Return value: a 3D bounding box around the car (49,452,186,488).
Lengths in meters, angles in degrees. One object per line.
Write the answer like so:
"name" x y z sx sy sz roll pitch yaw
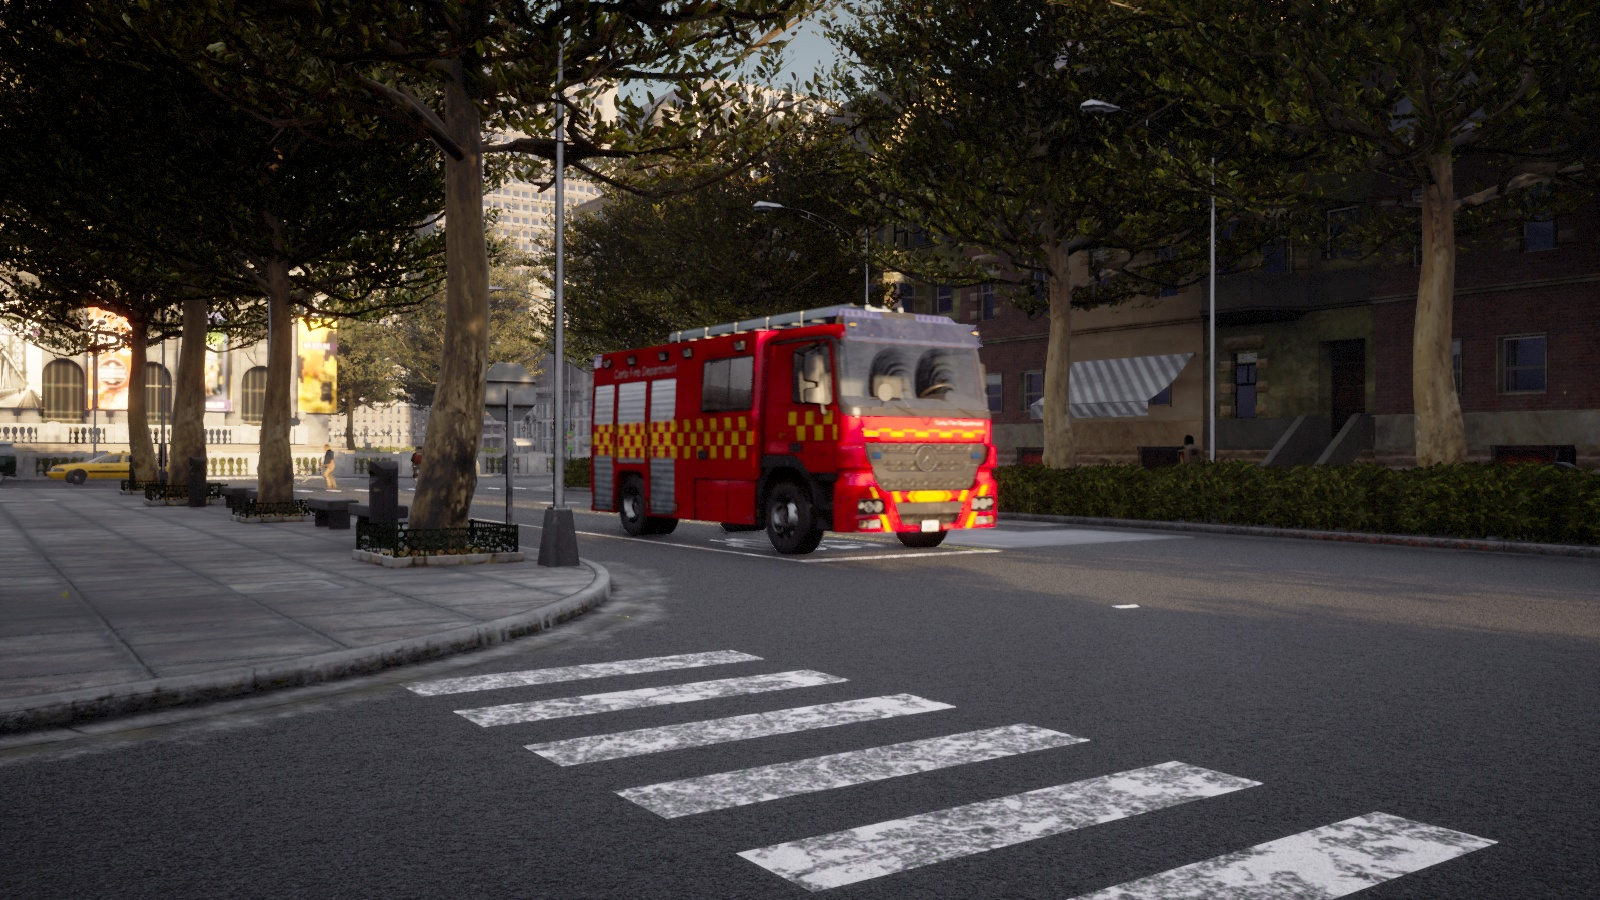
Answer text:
"car" -31.105 0.890 57.290 5.366 1.575 1.801 0 0 -34

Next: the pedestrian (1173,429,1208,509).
"pedestrian" 9.469 0.456 30.454 0.396 1.930 0.692 0 0 -34

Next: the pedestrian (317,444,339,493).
"pedestrian" -18.285 0.709 48.637 0.694 1.848 0.540 0 0 -33

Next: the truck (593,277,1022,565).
"truck" -0.344 -0.367 21.004 2.891 3.827 8.468 0 0 -34

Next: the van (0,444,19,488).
"van" -38.039 0.719 56.886 4.442 1.987 1.775 0 0 -34
